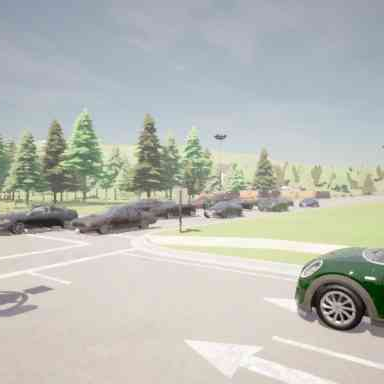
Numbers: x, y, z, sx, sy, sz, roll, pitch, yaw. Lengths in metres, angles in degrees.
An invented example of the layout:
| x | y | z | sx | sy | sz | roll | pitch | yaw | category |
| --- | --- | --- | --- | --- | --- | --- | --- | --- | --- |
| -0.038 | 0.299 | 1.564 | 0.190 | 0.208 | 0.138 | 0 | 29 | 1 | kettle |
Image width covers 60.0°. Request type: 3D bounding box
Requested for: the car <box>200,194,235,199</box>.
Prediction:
| x | y | z | sx | sy | sz | roll | pitch | yaw | category |
| --- | --- | --- | --- | --- | --- | --- | --- | --- | --- |
| 3.637 | 1.221 | 41.819 | 2.150 | 2.045 | 5.566 | 0 | 0 | 36 | car |

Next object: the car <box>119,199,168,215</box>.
| x | y | z | sx | sy | sz | roll | pitch | yaw | category |
| --- | --- | --- | --- | --- | --- | --- | --- | --- | --- |
| -5.098 | 1.547 | 35.849 | 2.033 | 1.411 | 5.357 | 0 | 0 | 36 | car |

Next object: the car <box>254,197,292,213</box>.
| x | y | z | sx | sy | sz | roll | pitch | yaw | category |
| --- | --- | --- | --- | --- | --- | --- | --- | --- | --- |
| 9.206 | 1.352 | 37.584 | 2.097 | 1.767 | 4.553 | 0 | 0 | 36 | car |

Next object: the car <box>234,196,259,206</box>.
| x | y | z | sx | sy | sz | roll | pitch | yaw | category |
| --- | --- | --- | --- | --- | --- | --- | --- | --- | --- |
| 9.111 | 1.478 | 55.143 | 1.882 | 1.535 | 5.008 | 0 | 0 | 37 | car |

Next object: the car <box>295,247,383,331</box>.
| x | y | z | sx | sy | sz | roll | pitch | yaw | category |
| --- | --- | --- | --- | --- | --- | --- | --- | --- | --- |
| 4.081 | 1.352 | 5.378 | 4.553 | 1.767 | 2.097 | 0 | 0 | 36 | car |

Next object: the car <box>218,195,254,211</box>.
| x | y | z | sx | sy | sz | roll | pitch | yaw | category |
| --- | --- | --- | --- | --- | --- | --- | --- | --- | --- |
| 5.429 | 1.491 | 38.354 | 2.128 | 1.511 | 4.902 | 0 | 0 | 36 | car |

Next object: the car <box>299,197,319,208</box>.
| x | y | z | sx | sy | sz | roll | pitch | yaw | category |
| --- | --- | --- | --- | --- | --- | --- | --- | --- | --- |
| 16.977 | 1.526 | 48.128 | 1.812 | 1.442 | 4.674 | 0 | 0 | 37 | car |

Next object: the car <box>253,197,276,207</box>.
| x | y | z | sx | sy | sz | roll | pitch | yaw | category |
| --- | --- | --- | --- | --- | --- | --- | --- | --- | --- |
| 11.457 | 1.564 | 52.431 | 1.994 | 1.385 | 4.181 | 0 | 0 | 37 | car |

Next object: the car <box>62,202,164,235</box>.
| x | y | z | sx | sy | sz | roll | pitch | yaw | category |
| --- | --- | --- | --- | --- | --- | --- | --- | --- | --- |
| -4.293 | 1.547 | 19.045 | 2.033 | 1.411 | 5.357 | 0 | 0 | 35 | car |

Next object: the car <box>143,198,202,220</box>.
| x | y | z | sx | sy | sz | roll | pitch | yaw | category |
| --- | --- | --- | --- | --- | --- | --- | --- | --- | --- |
| -1.566 | 1.478 | 28.831 | 1.882 | 1.535 | 5.008 | 0 | 0 | 36 | car |

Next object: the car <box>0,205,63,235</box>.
| x | y | z | sx | sy | sz | roll | pitch | yaw | category |
| --- | --- | --- | --- | --- | --- | --- | --- | --- | --- |
| -8.799 | 1.492 | 18.897 | 2.128 | 1.511 | 4.902 | 0 | 0 | 35 | car |

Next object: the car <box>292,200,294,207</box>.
| x | y | z | sx | sy | sz | roll | pitch | yaw | category |
| --- | --- | --- | --- | --- | --- | --- | --- | --- | --- |
| 13.789 | 1.526 | 49.706 | 1.812 | 1.442 | 4.674 | 0 | 0 | 37 | car |

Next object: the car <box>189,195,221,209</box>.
| x | y | z | sx | sy | sz | roll | pitch | yaw | category |
| --- | --- | --- | --- | --- | --- | --- | --- | --- | --- |
| 1.790 | 1.351 | 45.222 | 2.097 | 1.767 | 4.553 | 0 | 0 | 36 | car |

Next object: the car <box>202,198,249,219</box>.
| x | y | z | sx | sy | sz | roll | pitch | yaw | category |
| --- | --- | --- | --- | --- | --- | --- | --- | --- | --- |
| 2.848 | 1.526 | 28.926 | 1.812 | 1.442 | 4.674 | 0 | 0 | 36 | car |

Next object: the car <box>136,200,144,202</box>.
| x | y | z | sx | sy | sz | roll | pitch | yaw | category |
| --- | --- | --- | --- | --- | --- | --- | --- | --- | --- |
| -4.185 | 1.505 | 31.178 | 1.837 | 1.490 | 4.892 | 0 | 0 | 36 | car |
